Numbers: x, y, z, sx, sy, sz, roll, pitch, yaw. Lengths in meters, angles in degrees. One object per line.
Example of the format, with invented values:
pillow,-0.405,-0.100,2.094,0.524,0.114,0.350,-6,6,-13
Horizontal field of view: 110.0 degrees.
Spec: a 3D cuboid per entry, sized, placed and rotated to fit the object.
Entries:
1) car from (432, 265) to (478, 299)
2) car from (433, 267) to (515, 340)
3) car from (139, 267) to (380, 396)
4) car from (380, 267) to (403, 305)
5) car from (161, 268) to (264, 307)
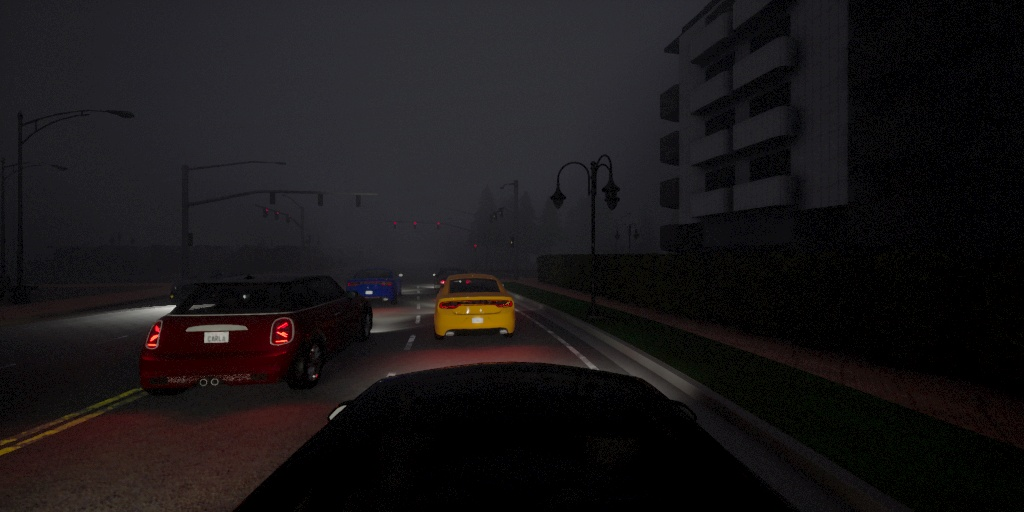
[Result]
car,-3.289,1.297,19.713,2.033,1.411,5.357,0,0,-14
car,-1.161,1.228,10.121,1.882,1.535,5.008,0,0,-10
car,-4.214,1.102,6.878,2.097,1.767,4.553,0,0,-8
car,-5.976,1.228,15.939,1.882,1.535,5.008,0,0,-14
car,-13.404,1.315,16.446,1.994,1.385,4.181,0,0,-14
